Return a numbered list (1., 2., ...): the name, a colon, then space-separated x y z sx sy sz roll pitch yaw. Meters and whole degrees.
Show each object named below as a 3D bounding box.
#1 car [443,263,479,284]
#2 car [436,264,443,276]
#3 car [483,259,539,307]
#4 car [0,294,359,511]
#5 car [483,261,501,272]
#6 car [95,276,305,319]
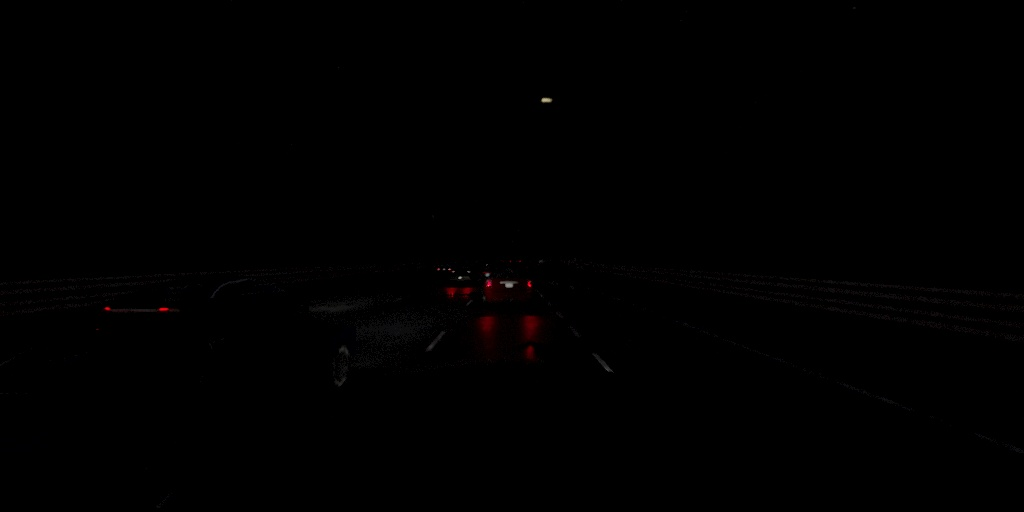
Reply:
1. car: -3.677 1.354 27.970 2.128 1.511 4.902 0 0 0
2. car: -7.005 1.460 39.915 2.033 1.411 5.357 0 0 2
3. car: -0.128 1.165 15.957 2.097 1.767 4.553 0 0 -1
4. car: -3.505 1.355 3.981 1.895 1.301 4.718 0 0 -1
5. car: -2.871 1.472 52.945 2.128 1.511 4.902 0 0 3
6. car: -7.055 1.240 8.934 2.128 1.511 4.902 0 -1 -1
